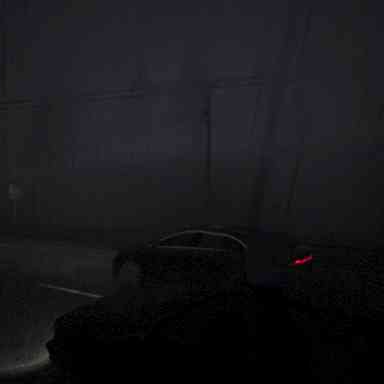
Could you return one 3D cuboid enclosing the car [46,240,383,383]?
[{"bbox_3d":[0.889,1.546,3.322,5.357,1.411,2.033,0,0,33],"label":"car"}]

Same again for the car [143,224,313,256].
[{"bbox_3d":[0.304,1.499,7.649,4.902,1.511,2.128,0,0,33],"label":"car"}]
